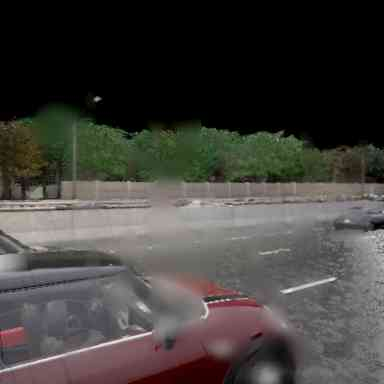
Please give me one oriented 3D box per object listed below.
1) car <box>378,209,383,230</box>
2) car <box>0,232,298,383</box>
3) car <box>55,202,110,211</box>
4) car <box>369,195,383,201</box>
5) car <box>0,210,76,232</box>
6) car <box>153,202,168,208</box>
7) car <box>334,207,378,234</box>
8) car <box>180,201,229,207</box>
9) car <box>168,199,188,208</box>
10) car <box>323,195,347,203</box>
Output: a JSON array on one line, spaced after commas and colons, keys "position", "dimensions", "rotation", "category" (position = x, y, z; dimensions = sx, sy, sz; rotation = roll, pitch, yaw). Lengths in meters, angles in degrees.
[{"position": [11.504, 1.503, 16.196], "dimensions": [4.902, 1.511, 2.128], "rotation": [0, 0, -35], "category": "car"}, {"position": [-1.090, 1.352, 3.091], "dimensions": [4.553, 1.767, 2.097], "rotation": [0, 0, -35], "category": "car"}, {"position": [-10.222, 1.604, 31.074], "dimensions": [4.718, 1.301, 1.895], "rotation": [0, 0, -35], "category": "car"}, {"position": [32.086, 1.270, 56.406], "dimensions": [5.357, 1.411, 2.033], "rotation": [-1, 1, -34], "category": "car"}, {"position": [-3.594, 1.351, 5.479], "dimensions": [4.553, 1.767, 2.097], "rotation": [0, 0, -36], "category": "car"}, {"position": [-1.520, 1.486, 32.946], "dimensions": [5.008, 1.535, 1.882], "rotation": [0, 0, -35], "category": "car"}, {"position": [10.238, 1.576, 19.587], "dimensions": [4.181, 1.385, 1.994], "rotation": [0, 0, -35], "category": "car"}, {"position": [1.747, 1.610, 26.686], "dimensions": [4.718, 1.301, 1.895], "rotation": [0, 0, -35], "category": "car"}, {"position": [0.490, 1.535, 30.081], "dimensions": [4.674, 1.442, 1.812], "rotation": [0, 0, -35], "category": "car"}, {"position": [23.582, 1.363, 54.790], "dimensions": [4.892, 1.490, 1.837], "rotation": [-1, 1, -34], "category": "car"}]
